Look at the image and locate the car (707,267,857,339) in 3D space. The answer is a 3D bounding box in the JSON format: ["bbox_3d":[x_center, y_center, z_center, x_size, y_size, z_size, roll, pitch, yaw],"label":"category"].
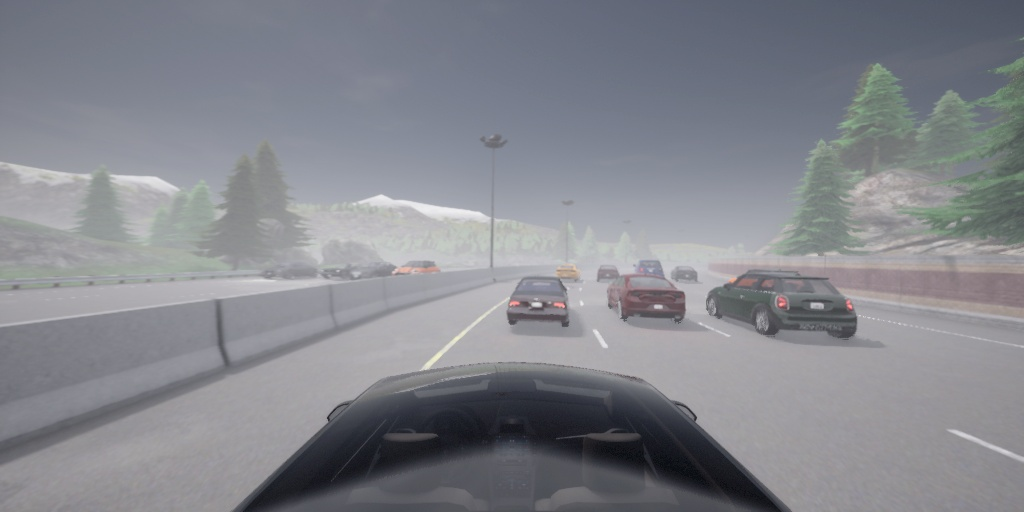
[{"bbox_3d":[7.950,1.298,11.162,2.097,1.767,4.553,1,0,6],"label":"car"}]

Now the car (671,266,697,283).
[{"bbox_3d":[16.839,1.716,35.230,1.882,1.535,5.008,1,0,18],"label":"car"}]

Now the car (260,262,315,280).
[{"bbox_3d":[-17.667,1.140,28.645,1.994,1.385,4.181,1,0,12],"label":"car"}]

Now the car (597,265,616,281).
[{"bbox_3d":[9.077,1.567,33.828,1.882,1.535,5.008,1,0,16],"label":"car"}]

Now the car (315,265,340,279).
[{"bbox_3d":[-13.766,1.255,30.168,1.895,1.301,4.718,1,0,13],"label":"car"}]

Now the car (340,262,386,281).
[{"bbox_3d":[-10.643,1.192,28.065,2.128,1.511,4.902,1,0,12],"label":"car"}]

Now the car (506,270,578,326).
[{"bbox_3d":[0.965,1.371,12.088,2.033,1.411,5.357,1,0,7],"label":"car"}]

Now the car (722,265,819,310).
[{"bbox_3d":[12.480,1.416,17.757,2.097,1.767,4.553,1,0,10],"label":"car"}]

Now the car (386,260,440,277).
[{"bbox_3d":[-7.216,1.109,27.327,2.097,1.767,4.553,1,0,13],"label":"car"}]

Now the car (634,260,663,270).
[{"bbox_3d":[12.253,1.360,32.286,2.150,2.045,5.566,1,0,16],"label":"car"}]

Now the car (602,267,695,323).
[{"bbox_3d":[4.657,1.374,13.073,1.882,1.535,5.008,1,0,7],"label":"car"}]

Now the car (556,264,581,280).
[{"bbox_3d":[5.231,1.493,33.096,1.882,1.535,5.008,1,0,16],"label":"car"}]
